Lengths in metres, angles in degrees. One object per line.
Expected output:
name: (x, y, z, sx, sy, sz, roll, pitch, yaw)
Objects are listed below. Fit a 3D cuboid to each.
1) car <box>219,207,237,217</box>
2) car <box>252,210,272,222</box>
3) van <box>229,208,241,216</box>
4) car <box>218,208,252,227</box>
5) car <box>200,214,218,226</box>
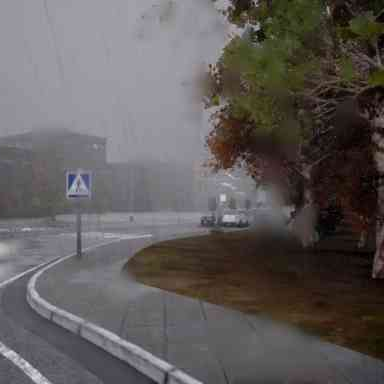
car: (8.503, 4.663, 77.609, 2.435, 2.045, 5.566, 0, -2, 24)
car: (11.956, 4.333, 57.348, 1.812, 1.442, 4.674, 0, -2, 23)
van: (10.746, 4.884, 82.580, 1.878, 1.987, 4.442, 0, -2, 24)
car: (5.727, 3.407, 43.331, 2.150, 2.045, 5.566, 0, -4, 24)
car: (2.699, 3.682, 44.408, 1.837, 1.490, 4.892, 0, -3, 25)
